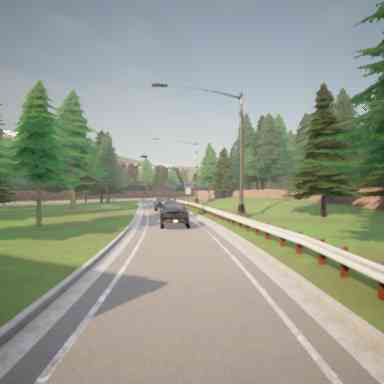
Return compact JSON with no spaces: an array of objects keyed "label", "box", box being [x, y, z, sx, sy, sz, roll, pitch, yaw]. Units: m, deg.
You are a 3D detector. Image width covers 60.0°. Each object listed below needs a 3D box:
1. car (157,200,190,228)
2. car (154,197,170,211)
[{"label":"car","box":[-1.233,1.498,22.316,1.837,1.490,4.892,0,0,-6]},{"label":"car","box":[-3.584,1.342,40.810,2.097,1.767,4.553,0,0,-8]}]
